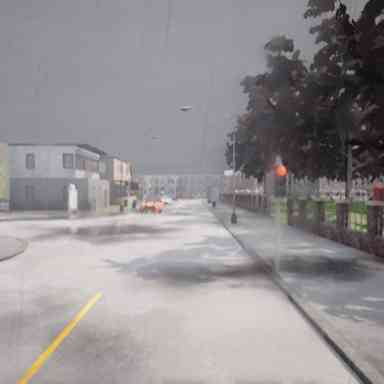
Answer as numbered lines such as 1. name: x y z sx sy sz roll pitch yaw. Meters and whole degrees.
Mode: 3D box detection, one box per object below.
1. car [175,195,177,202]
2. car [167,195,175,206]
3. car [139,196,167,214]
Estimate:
1. car: -3.980 1.354 68.952 2.033 1.411 5.357 0 0 0
2. car: -4.065 1.382 51.267 1.812 1.442 4.674 0 0 0
3. car: -4.085 1.257 34.079 2.097 1.767 4.553 0 0 0
